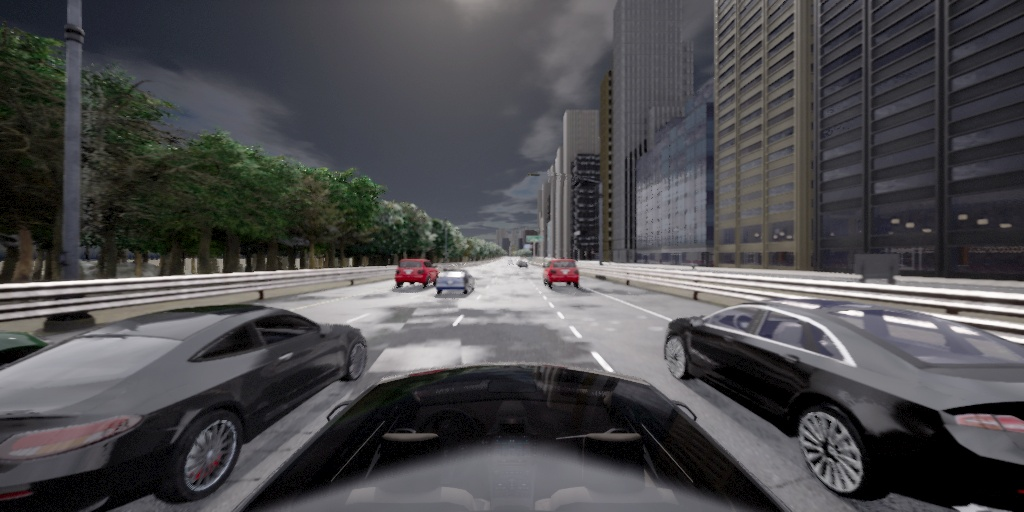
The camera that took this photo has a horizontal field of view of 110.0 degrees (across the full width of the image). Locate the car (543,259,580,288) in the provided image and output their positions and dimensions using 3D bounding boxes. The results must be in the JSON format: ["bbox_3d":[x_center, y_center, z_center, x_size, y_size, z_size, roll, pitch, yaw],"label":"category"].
[{"bbox_3d":[3.568,1.259,26.674,2.150,2.045,5.566,0,-1,0],"label":"car"}]

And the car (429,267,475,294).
[{"bbox_3d":[-3.421,1.535,22.329,2.033,1.411,5.357,0,-1,0],"label":"car"}]

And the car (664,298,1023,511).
[{"bbox_3d":[3.590,1.271,4.445,2.128,1.511,4.902,0,-1,0],"label":"car"}]

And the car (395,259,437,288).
[{"bbox_3d":[-6.932,1.261,26.666,2.150,2.045,5.566,0,-1,0],"label":"car"}]

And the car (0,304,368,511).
[{"bbox_3d":[-3.409,1.305,4.307,1.812,1.442,4.674,0,-1,0],"label":"car"}]

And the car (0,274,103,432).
[{"bbox_3d":[-6.911,1.115,2.855,2.097,1.767,4.553,0,-1,0],"label":"car"}]
